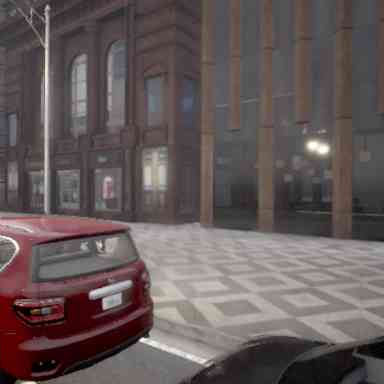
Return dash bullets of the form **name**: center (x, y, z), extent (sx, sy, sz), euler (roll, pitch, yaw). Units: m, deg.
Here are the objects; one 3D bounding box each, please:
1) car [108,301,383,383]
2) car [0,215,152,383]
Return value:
- **car**: center (1.757, 1.569, 1.825), extent (4.313, 1.339, 1.947), euler (0, 0, 36)
- **car**: center (-2.833, 1.285, 5.100), extent (5.009, 1.841, 2.192), euler (0, 0, 36)
